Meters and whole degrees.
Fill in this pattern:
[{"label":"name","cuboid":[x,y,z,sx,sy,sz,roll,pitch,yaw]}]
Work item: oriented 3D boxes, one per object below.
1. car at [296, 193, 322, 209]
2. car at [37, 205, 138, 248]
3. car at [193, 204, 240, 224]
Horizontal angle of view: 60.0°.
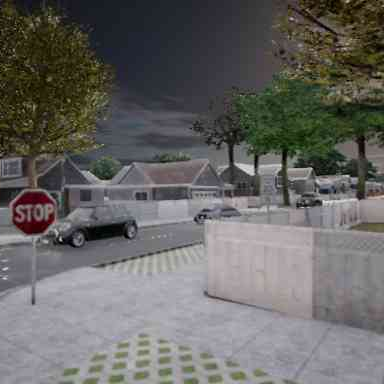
[{"label":"car","cuboid":[15.408,1.139,43.572,2.150,2.045,5.566,-1,-1,36]},{"label":"car","cuboid":[-4.708,1.433,15.455,2.097,1.767,4.553,-1,0,35]},{"label":"car","cuboid":[1.883,1.585,24.706,1.994,1.385,4.181,-1,0,35]}]
